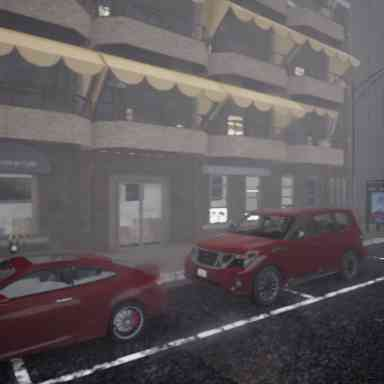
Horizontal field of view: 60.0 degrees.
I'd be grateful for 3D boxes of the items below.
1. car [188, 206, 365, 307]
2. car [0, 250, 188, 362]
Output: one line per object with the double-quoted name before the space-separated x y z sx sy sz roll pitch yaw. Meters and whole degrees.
"car" 2.255 1.311 8.170 5.009 1.841 2.192 0 0 -35
"car" -2.343 1.582 4.889 4.206 1.307 1.802 0 0 -35
